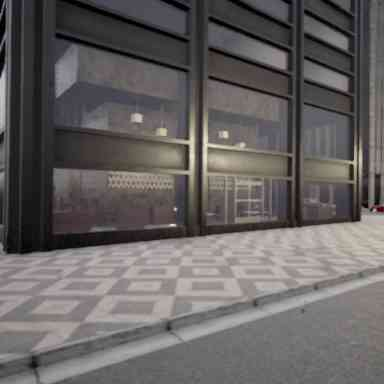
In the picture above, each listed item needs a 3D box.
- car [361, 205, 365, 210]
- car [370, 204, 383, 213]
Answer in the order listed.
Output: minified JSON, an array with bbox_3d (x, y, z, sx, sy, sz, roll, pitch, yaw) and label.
[{"bbox_3d":[21.356,1.990,46.317,1.752,1.417,4.829,0,-1,-36],"label":"car"},{"bbox_3d":[24.749,1.952,41.620,1.887,1.381,4.507,0,-1,-36],"label":"car"}]
